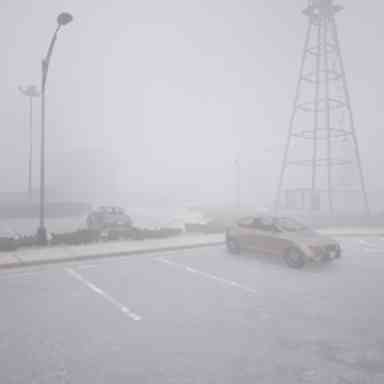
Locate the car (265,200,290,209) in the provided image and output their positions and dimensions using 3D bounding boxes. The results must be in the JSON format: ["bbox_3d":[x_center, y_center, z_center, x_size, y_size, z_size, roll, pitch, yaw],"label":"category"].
[{"bbox_3d":[12.460,1.866,46.326,1.882,1.535,5.008,1,0,-35],"label":"car"}]

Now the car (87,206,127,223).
[{"bbox_3d":[-5.384,1.595,21.453,1.784,1.438,3.905,1,0,-35],"label":"car"}]

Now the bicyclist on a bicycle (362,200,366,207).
[{"bbox_3d":[22.725,1.815,43.673,1.656,1.620,0.582,-6,4,-34],"label":"bicyclist on a bicycle"}]

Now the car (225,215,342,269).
[{"bbox_3d":[3.004,1.591,11.626,1.816,1.474,4.193,1,0,-35],"label":"car"}]

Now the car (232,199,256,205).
[{"bbox_3d":[8.822,1.951,56.731,4.181,1.385,1.994,0,0,32],"label":"car"}]
